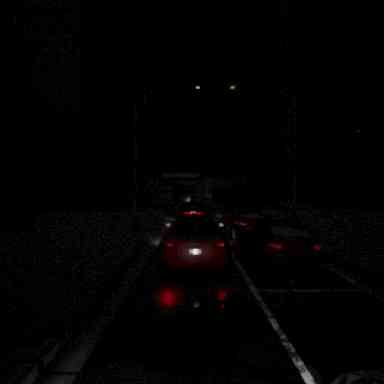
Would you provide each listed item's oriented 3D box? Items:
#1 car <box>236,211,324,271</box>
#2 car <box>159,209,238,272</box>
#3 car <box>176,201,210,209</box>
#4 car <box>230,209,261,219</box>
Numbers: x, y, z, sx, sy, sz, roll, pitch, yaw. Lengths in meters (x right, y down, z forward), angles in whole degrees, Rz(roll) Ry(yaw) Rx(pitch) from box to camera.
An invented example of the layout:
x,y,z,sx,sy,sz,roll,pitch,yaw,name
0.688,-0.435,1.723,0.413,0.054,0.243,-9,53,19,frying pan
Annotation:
x,y,z,sx,sy,sz,roll,pitch,yaw,name
2.648,1.480,10.260,1.802,1.307,4.206,1,1,0,car
0.087,1.460,10.424,1.994,1.385,4.181,0,1,0,car
0.052,1.306,20.528,1.837,1.490,4.892,0,1,0,car
2.647,1.429,15.699,1.802,1.307,4.206,1,1,0,car
